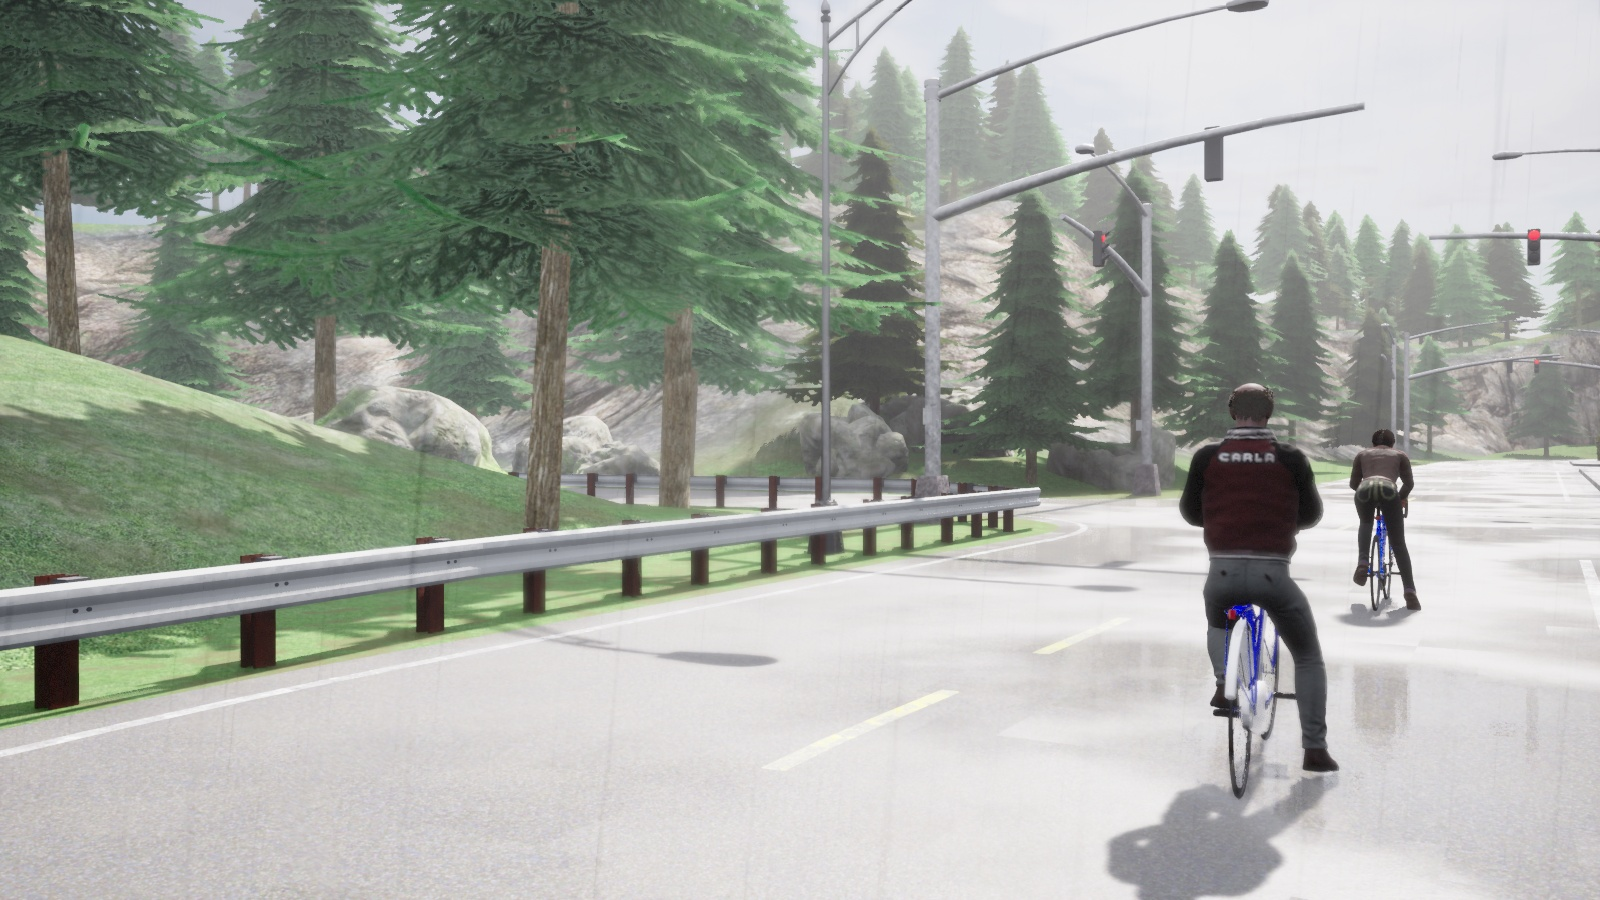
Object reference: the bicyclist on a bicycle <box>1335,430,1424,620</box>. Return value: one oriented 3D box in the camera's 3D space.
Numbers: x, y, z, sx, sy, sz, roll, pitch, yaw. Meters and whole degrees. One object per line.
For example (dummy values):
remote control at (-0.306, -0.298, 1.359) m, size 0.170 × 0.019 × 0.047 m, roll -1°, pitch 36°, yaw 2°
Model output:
bicyclist on a bicycle at (5.347, 0.638, 11.548) m, size 0.582 × 1.620 × 1.656 m, roll 0°, pitch 0°, yaw 30°

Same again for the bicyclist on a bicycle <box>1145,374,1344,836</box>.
bicyclist on a bicycle at (2.104, 0.586, 5.788) m, size 0.659 × 1.776 × 1.843 m, roll 0°, pitch 1°, yaw 26°
